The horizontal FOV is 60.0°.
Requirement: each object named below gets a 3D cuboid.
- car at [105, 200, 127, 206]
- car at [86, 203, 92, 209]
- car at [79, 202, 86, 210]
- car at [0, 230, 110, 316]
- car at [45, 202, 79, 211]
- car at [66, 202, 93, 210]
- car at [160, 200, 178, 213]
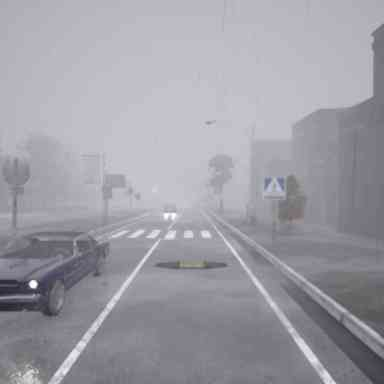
[{"bbox_3d":[-21.696,3.287,93.150,5.008,1.535,2.097,0,-1,0],"label":"car"},{"bbox_3d":[-21.824,2.573,61.524,5.008,1.535,2.097,0,-1,0],"label":"car"},{"bbox_3d":[-21.825,2.501,58.251,4.892,1.521,2.231,0,-1,0],"label":"car"},{"bbox_3d":[-3.347,1.623,7.642,1.895,1.301,4.718,0,0,0],"label":"car"},{"bbox_3d":[-21.840,2.467,54.975,4.674,1.452,2.002,0,-1,0],"label":"car"},{"bbox_3d":[-21.805,2.684,64.671,4.674,1.452,2.002,0,-1,0],"label":"car"},{"bbox_3d":[-3.226,2.370,50.290,2.128,1.511,4.902,0,-1,0],"label":"car"}]
